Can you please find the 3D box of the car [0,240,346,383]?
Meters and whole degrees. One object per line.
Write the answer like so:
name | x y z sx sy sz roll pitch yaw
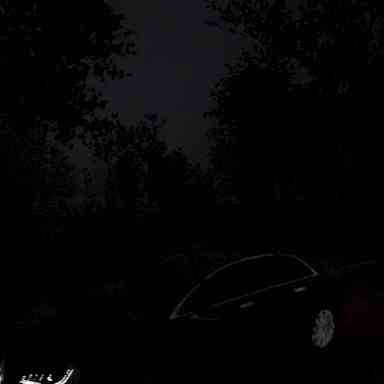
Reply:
car | 0.170 1.505 4.544 4.892 1.490 1.837 0 0 -35
